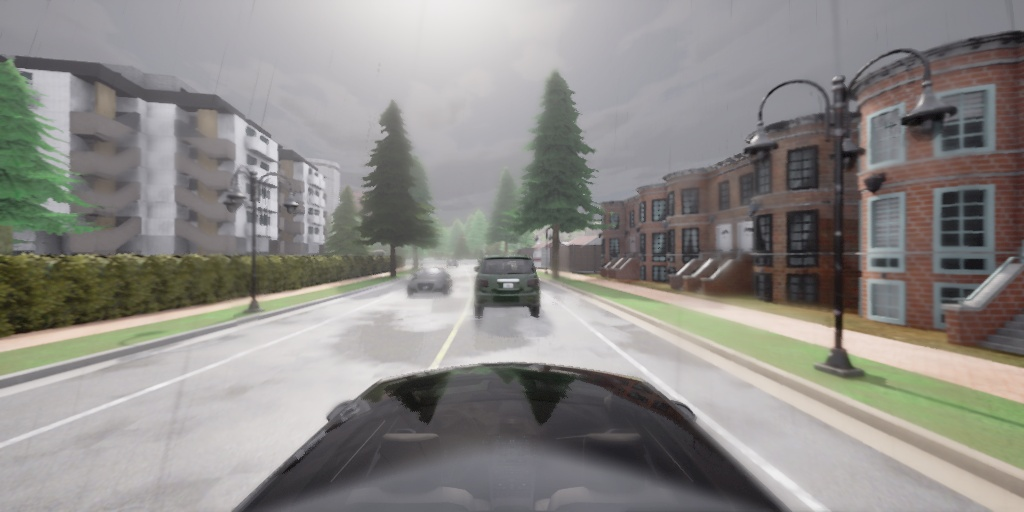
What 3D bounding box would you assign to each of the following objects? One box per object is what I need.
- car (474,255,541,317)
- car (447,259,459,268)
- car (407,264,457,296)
[{"bbox_3d":[-0.221,0.972,13.305,2.150,2.045,5.566,0,0,-2],"label":"car"},{"bbox_3d":[-10.323,1.303,62.133,2.128,1.511,4.902,0,0,-13],"label":"car"},{"bbox_3d":[-4.274,1.322,19.203,1.994,1.385,4.181,0,0,-4],"label":"car"}]
